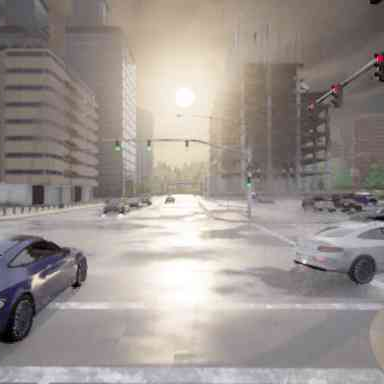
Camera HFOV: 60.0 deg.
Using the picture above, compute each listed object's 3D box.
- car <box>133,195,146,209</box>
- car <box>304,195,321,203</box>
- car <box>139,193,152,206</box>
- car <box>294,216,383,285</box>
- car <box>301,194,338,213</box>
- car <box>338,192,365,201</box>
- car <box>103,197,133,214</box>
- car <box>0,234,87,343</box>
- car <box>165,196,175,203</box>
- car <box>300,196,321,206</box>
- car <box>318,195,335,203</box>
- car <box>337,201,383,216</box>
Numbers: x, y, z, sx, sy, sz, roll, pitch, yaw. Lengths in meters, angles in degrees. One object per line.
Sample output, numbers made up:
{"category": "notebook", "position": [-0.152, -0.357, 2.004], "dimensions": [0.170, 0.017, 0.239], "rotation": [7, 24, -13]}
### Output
{"category": "car", "position": [-8.061, 1.511, 46.092], "dimensions": [1.882, 1.535, 5.008], "rotation": [0, 0, 0]}
{"category": "car", "position": [24.421, 1.442, 67.605], "dimensions": [1.970, 1.475, 3.806], "rotation": [0, 0, 0]}
{"category": "car", "position": [-8.079, 1.262, 56.672], "dimensions": [2.150, 2.045, 5.566], "rotation": [0, 0, 0]}
{"category": "car", "position": [5.107, 1.532, 9.282], "dimensions": [4.674, 1.442, 1.812], "rotation": [0, -1, -18]}
{"category": "car", "position": [13.146, 1.178, 35.058], "dimensions": [1.932, 1.855, 4.605], "rotation": [0, 0, 0]}
{"category": "car", "position": [16.040, 1.180, 35.012], "dimensions": [1.905, 1.878, 3.866], "rotation": [0, 0, 0]}
{"category": "car", "position": [-8.004, 1.378, 35.641], "dimensions": [2.097, 1.767, 4.553], "rotation": [0, 0, 0]}
{"category": "car", "position": [-3.464, 1.530, 6.294], "dimensions": [1.812, 1.442, 4.674], "rotation": [0, 0, -1]}
{"category": "car", "position": [-4.636, 1.603, 71.701], "dimensions": [1.994, 1.385, 4.181], "rotation": [0, 0, 0]}
{"category": "car", "position": [18.696, 1.432, 52.487], "dimensions": [1.970, 1.475, 3.806], "rotation": [0, 0, 0]}
{"category": "car", "position": [27.316, 1.410, 67.612], "dimensions": [1.784, 1.438, 3.905], "rotation": [0, 0, 0]}
{"category": "car", "position": [12.152, 1.506, 20.825], "dimensions": [4.902, 1.511, 2.128], "rotation": [0, 0, 0]}
